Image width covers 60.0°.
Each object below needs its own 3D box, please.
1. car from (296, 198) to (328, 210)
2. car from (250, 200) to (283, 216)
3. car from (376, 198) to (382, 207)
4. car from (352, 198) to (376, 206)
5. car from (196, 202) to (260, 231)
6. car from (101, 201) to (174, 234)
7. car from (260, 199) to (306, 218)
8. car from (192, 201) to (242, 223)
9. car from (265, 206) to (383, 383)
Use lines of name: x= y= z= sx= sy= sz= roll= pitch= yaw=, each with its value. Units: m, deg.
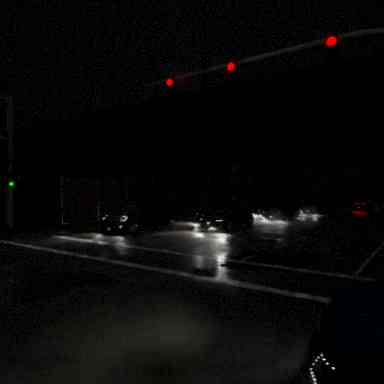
car: x=13.982 y=1.630 z=37.788 sx=2.033 sy=1.411 sz=5.357 roll=0 pitch=0 yaw=36
car: x=7.967 y=1.652 z=35.389 sx=1.994 sy=1.385 sz=4.181 roll=0 pitch=0 yaw=35
car: x=27.506 y=1.575 z=50.468 sx=2.128 sy=1.511 sz=4.902 roll=0 pitch=0 yaw=35
car: x=21.561 y=1.583 z=42.102 sx=1.837 sy=1.490 sz=4.892 roll=0 pitch=0 yaw=35
car: x=2.350 y=1.576 z=21.454 sx=1.837 sy=1.490 sz=4.892 roll=0 pitch=0 yaw=35
car: x=-3.166 y=1.430 z=19.857 sx=2.097 sy=1.767 sz=4.553 roll=0 pitch=0 yaw=37
car: x=7.995 y=1.624 z=29.398 sx=2.033 sy=1.411 sz=5.357 roll=0 pitch=0 yaw=35
car: x=2.184 y=1.587 z=27.261 sx=1.837 sy=1.490 sz=4.892 roll=0 pitch=0 yaw=36
car: x=3.381 y=1.211 z=1.580 sx=5.566 sy=2.045 sz=2.150 roll=0 pitch=0 yaw=36
